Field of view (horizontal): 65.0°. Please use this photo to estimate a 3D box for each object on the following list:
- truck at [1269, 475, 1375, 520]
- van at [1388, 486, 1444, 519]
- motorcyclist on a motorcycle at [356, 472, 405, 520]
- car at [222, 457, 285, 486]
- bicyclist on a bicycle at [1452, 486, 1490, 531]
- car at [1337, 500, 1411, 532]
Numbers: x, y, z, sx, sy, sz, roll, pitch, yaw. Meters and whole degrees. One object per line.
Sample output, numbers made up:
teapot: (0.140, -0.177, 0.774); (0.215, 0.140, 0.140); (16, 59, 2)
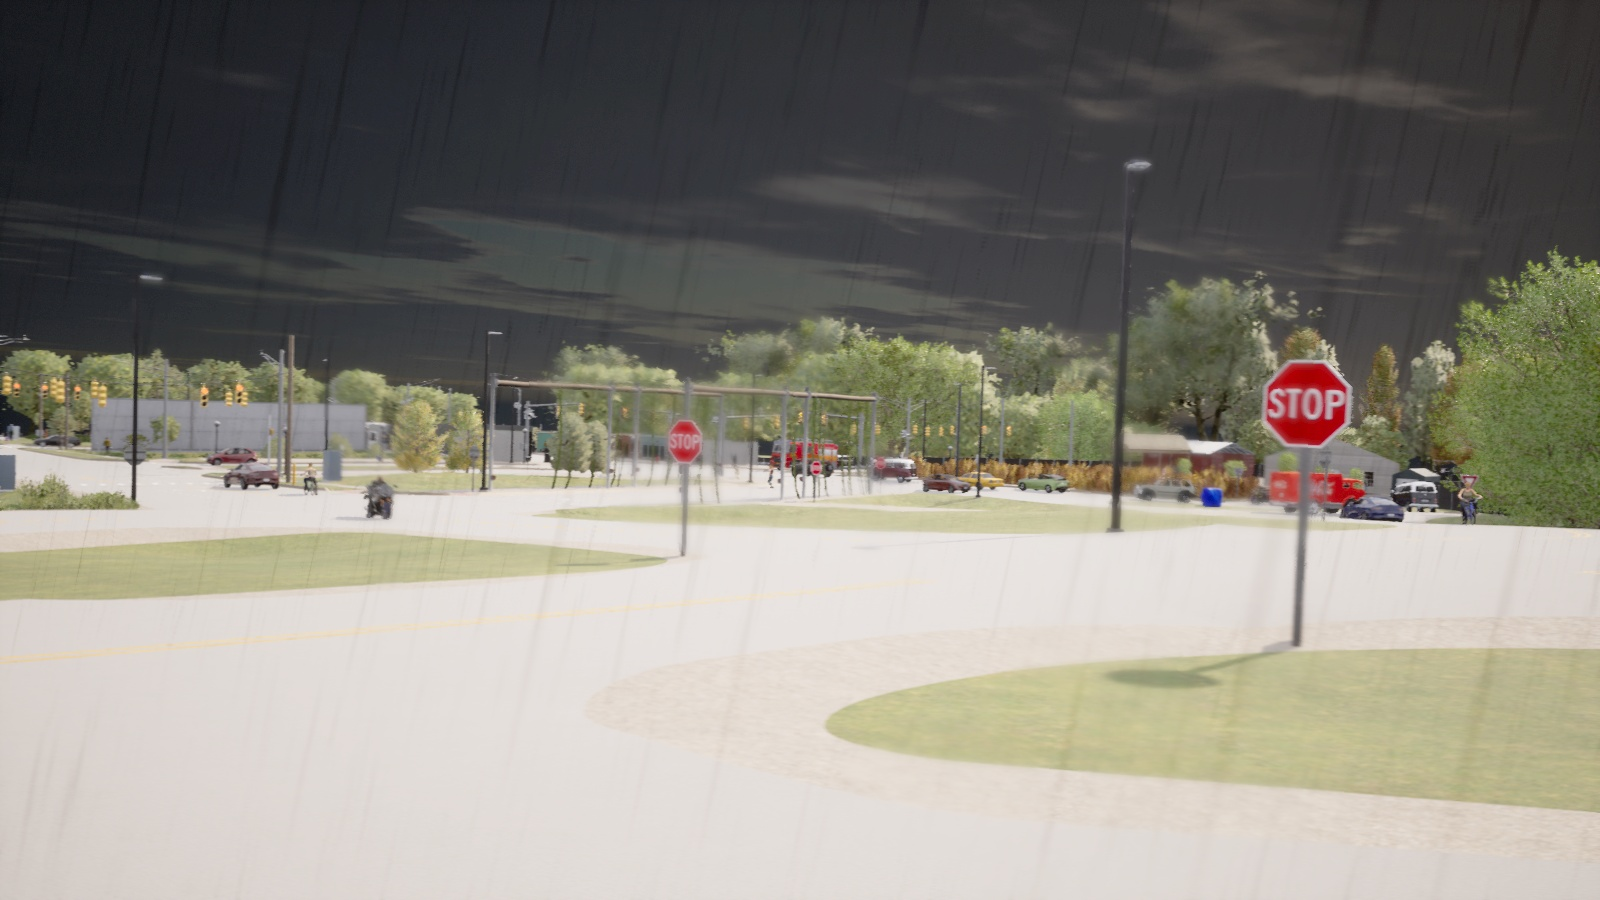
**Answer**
truck: (30.970, 2.832, 74.590); (5.204, 2.467, 2.627); (2, 0, -11)
van: (41.684, 3.576, 85.093); (2.069, 2.038, 4.480); (3, -4, 9)
motorcyclist on a motorcycle: (-14.318, 1.556, 42.836); (0.866, 1.530, 2.191); (3, -1, -38)
car: (-29.958, 1.164, 68.761); (1.812, 1.442, 4.674); (1, 1, -41)
bicyclist on a bicycle: (24.871, 2.174, 46.579); (0.866, 1.612, 1.509); (0, -2, 13)
car: (29.422, 3.359, 64.489); (1.812, 1.442, 4.674); (2, -2, 3)
